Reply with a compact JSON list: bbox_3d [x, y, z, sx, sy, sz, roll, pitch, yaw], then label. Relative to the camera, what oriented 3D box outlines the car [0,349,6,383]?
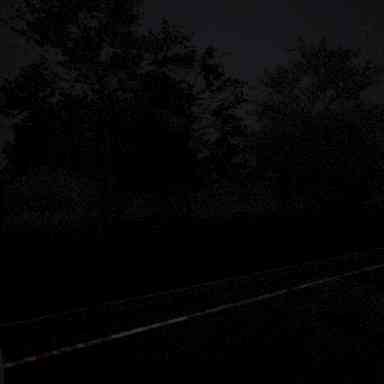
[{"bbox_3d":[-3.872,1.221,1.231,5.566,2.045,2.150,0,0,-36],"label":"car"}]
